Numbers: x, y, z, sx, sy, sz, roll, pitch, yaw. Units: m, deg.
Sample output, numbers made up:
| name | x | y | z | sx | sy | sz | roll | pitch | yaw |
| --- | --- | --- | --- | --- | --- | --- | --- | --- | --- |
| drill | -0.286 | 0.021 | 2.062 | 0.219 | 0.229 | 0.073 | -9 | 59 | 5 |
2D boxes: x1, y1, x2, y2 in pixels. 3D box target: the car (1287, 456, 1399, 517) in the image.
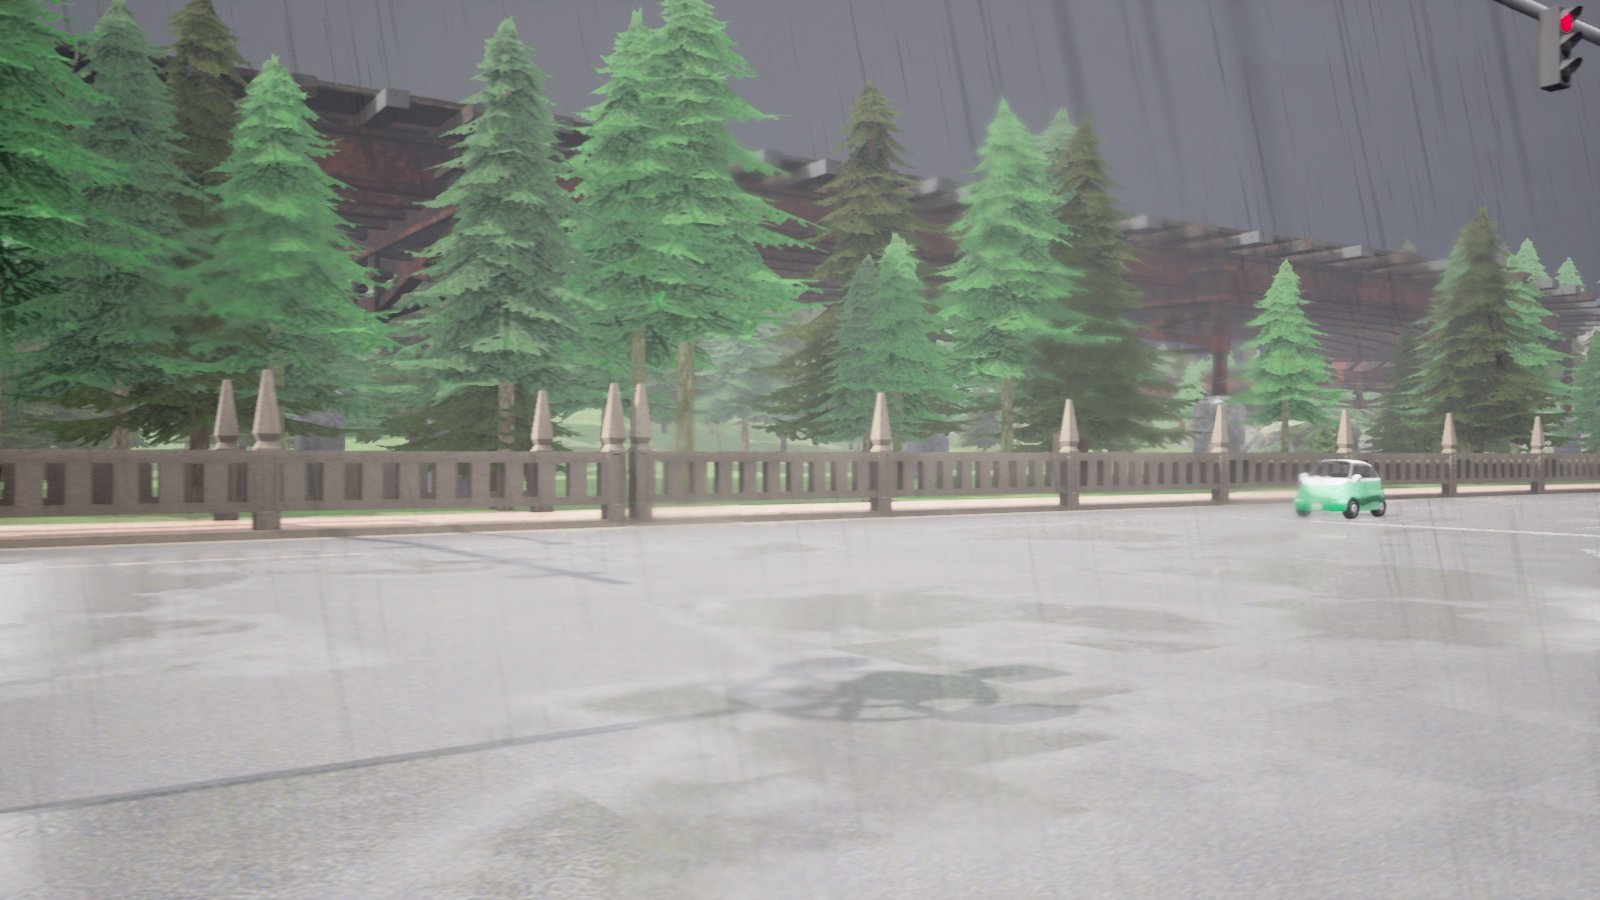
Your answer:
| name | x | y | z | sx | sy | sz | roll | pitch | yaw |
| --- | --- | --- | --- | --- | --- | --- | --- | --- | --- |
| car | 12.813 | 0.844 | 29.633 | 2.207 | 1.376 | 1.481 | 0 | 0 | -35 |
